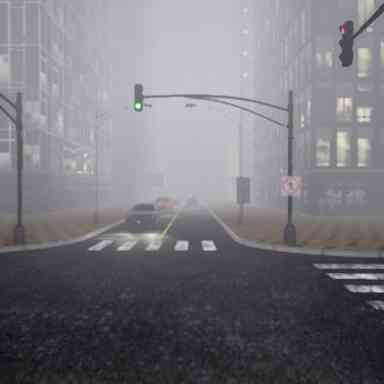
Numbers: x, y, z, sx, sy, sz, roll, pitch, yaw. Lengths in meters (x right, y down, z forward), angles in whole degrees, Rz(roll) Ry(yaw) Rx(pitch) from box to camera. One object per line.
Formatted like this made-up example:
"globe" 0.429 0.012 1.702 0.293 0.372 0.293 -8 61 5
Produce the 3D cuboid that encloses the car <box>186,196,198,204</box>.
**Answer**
"car" -0.025 1.472 61.953 2.128 1.511 4.902 0 0 0

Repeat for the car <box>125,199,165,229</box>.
"car" -3.104 1.455 21.733 1.882 1.535 5.008 0 0 0

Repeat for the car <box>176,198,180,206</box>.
"car" -3.027 1.574 55.552 1.895 1.301 4.718 0 0 0

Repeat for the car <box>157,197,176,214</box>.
"car" -3.106 1.325 35.462 2.097 1.767 4.553 0 0 0

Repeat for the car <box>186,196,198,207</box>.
"car" -0.021 1.525 51.536 2.033 1.411 5.357 0 0 0
